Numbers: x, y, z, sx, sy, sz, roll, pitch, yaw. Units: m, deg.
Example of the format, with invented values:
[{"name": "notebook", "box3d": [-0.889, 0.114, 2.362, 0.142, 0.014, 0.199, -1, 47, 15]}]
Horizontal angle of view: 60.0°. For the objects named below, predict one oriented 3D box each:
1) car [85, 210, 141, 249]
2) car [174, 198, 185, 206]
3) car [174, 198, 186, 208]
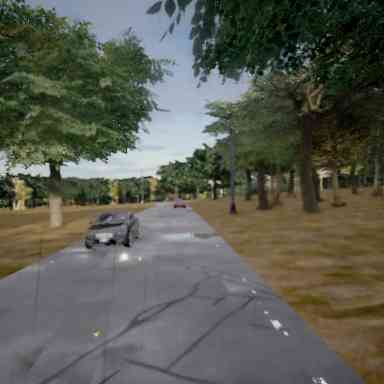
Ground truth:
[{"name": "car", "box3d": [-3.510, 1.629, 15.379, 2.128, 1.511, 4.902, -2, 0, -2]}, {"name": "car", "box3d": [-2.645, 2.052, 68.181, 2.128, 1.511, 4.902, -2, 0, -3]}, {"name": "car", "box3d": [-2.026, 1.972, 55.477, 1.994, 1.385, 4.181, -2, -1, -2]}]
